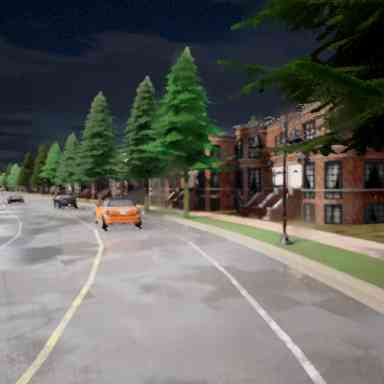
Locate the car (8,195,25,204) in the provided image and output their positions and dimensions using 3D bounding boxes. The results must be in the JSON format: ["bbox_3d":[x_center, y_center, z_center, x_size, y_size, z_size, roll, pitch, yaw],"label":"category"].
[{"bbox_3d":[-24.827,1.028,47.049,1.895,1.301,4.718,-1,1,-31],"label":"car"}]

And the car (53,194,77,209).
[{"bbox_3d":[-13.729,1.042,35.918,1.837,1.490,4.892,-1,1,-31],"label":"car"}]

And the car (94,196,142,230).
[{"bbox_3d":[-4.441,1.086,19.436,2.097,1.767,4.553,-1,1,-23],"label":"car"}]
